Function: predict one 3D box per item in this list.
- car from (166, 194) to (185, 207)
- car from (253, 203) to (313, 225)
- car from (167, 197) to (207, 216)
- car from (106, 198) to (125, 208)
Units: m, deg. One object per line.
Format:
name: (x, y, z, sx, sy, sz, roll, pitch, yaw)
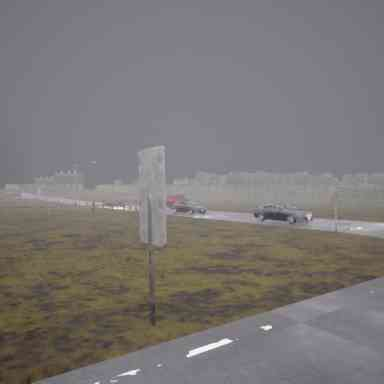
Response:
car: (-2.863, 1.293, 44.416, 2.150, 2.045, 5.566, -2, 1, -35)
car: (6.915, 1.621, 25.624, 2.128, 1.511, 4.902, -2, 1, -35)
car: (-0.320, 1.652, 35.781, 1.837, 1.490, 4.892, -2, 1, -35)
car: (-12.092, 1.705, 52.449, 1.994, 1.385, 4.181, -2, 1, -35)
